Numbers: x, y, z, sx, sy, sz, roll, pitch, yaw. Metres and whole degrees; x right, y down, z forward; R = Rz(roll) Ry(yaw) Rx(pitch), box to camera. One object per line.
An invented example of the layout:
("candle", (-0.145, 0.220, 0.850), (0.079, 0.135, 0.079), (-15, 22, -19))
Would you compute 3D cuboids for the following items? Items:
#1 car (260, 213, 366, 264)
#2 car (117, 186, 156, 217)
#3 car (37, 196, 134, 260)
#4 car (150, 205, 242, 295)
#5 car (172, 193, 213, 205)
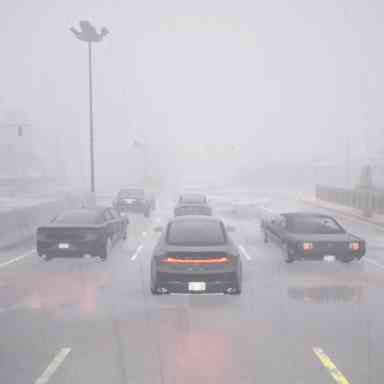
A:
("car", (3.562, 1.322, 10.841), (1.895, 1.301, 4.718), (0, 3, 0))
("car", (-3.490, 0.436, 20.624), (2.097, 1.767, 4.553), (0, 4, 0))
("car", (-3.441, 1.173, 11.362), (1.882, 1.535, 5.008), (0, 3, 0))
("car", (0.075, 1.335, 8.321), (1.837, 1.490, 4.892), (0, 2, 0))
("car", (0.028, 0.809, 17.524), (1.837, 1.490, 4.892), (0, 4, 0))
